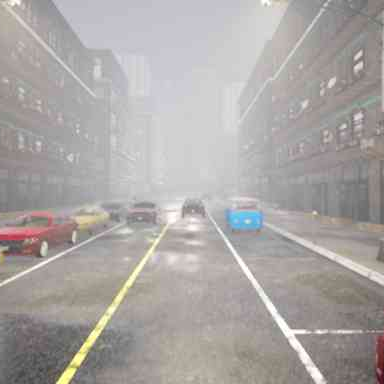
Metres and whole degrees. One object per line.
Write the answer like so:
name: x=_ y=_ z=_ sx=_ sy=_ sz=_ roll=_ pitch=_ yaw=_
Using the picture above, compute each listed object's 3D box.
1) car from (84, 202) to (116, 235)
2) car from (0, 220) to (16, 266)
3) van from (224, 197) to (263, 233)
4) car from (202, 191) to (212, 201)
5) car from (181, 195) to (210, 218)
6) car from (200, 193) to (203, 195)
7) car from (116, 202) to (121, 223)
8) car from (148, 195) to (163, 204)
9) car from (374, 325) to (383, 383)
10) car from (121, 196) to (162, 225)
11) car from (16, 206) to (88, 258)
car: x=-5.641 y=1.369 z=17.835 sx=1.752 sy=1.417 sz=4.829 roll=1 pitch=0 yaw=0
car: x=-5.642 y=1.468 z=6.465 sx=1.752 sy=1.417 sz=4.829 roll=1 pitch=1 yaw=0
van: x=2.709 y=1.183 z=18.063 sx=1.690 sy=1.788 sz=3.998 roll=1 pitch=0 yaw=0
car: x=2.715 y=0.773 z=63.539 sx=2.192 sy=1.841 sz=5.009 roll=1 pitch=0 yaw=0
car: x=0.104 y=1.251 z=27.626 sx=2.128 sy=1.511 sz=4.902 roll=0 pitch=0 yaw=0
car: x=0.106 y=1.205 z=45.941 sx=1.895 sy=1.301 sz=4.718 roll=0 pitch=0 yaw=0
car: x=-5.640 y=1.359 z=23.690 sx=1.947 sy=1.339 sz=4.313 roll=1 pitch=0 yaw=0
car: x=-5.637 y=1.135 z=52.113 sx=1.802 sy=1.307 sz=4.206 roll=1 pitch=0 yaw=0
car: x=2.709 y=1.305 z=1.008 sx=2.192 sy=1.841 sz=5.009 roll=1 pitch=1 yaw=0
car: x=-3.095 y=1.283 z=22.240 sx=1.882 sy=1.535 sz=5.008 roll=0 pitch=1 yaw=0
car: x=-5.641 y=1.436 z=12.321 sx=1.887 sy=1.381 sz=4.507 roll=1 pitch=0 yaw=0
